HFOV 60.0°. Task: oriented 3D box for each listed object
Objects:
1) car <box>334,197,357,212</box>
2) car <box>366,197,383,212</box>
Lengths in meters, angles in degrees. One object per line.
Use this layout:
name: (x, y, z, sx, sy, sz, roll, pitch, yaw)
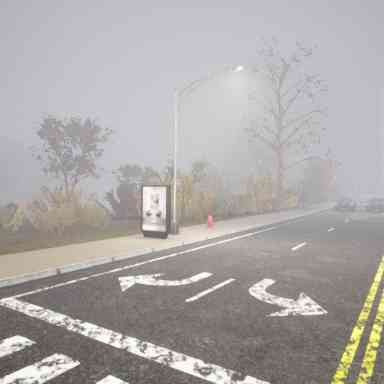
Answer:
car: (18.466, 1.389, 39.926, 2.097, 1.767, 4.553, 0, 0, 30)
car: (21.280, 1.392, 38.300, 2.097, 1.767, 4.553, 0, 0, 30)
